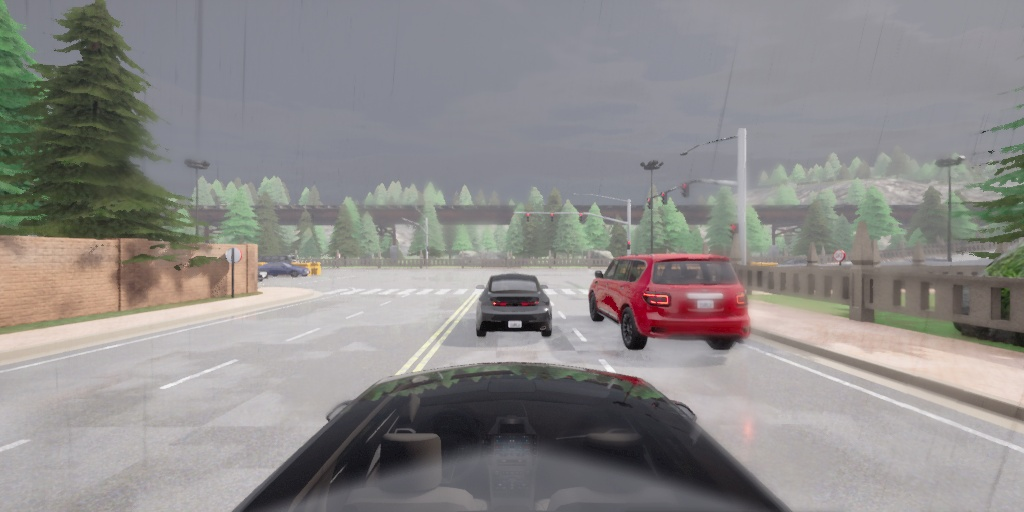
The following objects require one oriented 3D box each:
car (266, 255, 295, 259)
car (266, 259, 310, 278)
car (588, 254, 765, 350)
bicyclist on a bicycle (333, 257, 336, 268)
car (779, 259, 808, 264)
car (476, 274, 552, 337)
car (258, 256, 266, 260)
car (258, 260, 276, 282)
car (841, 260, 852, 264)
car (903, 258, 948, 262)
[{"bbox_3d":[-30.453,0.961,44.457,5.566,2.045,2.150,0,0,0],"label":"car"},{"bbox_3d":[-21.562,1.270,33.775,4.674,1.442,1.812,0,0,0],"label":"car"},{"bbox_3d":[3.516,0.970,9.196,2.150,2.045,5.566,0,0,0],"label":"car"},{"bbox_3d":[-27.422,1.042,55.746,0.582,1.620,1.656,0,0,0],"label":"bicyclist on a bicycle"},{"bbox_3d":[37.933,1.181,48.129,4.892,1.490,1.837,-2,0,0],"label":"car"},{"bbox_3d":[0.019,1.253,10.296,1.837,1.490,4.892,0,0,-1],"label":"car"},{"bbox_3d":[-24.518,0.967,30.268,5.566,2.045,2.150,0,0,0],"label":"car"},{"bbox_3d":[-20.937,1.237,26.762,4.902,1.511,2.128,0,0,0],"label":"car"},{"bbox_3d":[43.062,1.049,44.655,4.674,1.442,1.812,-3,0,0],"label":"car"},{"bbox_3d":[46.807,0.891,41.161,5.357,1.411,2.033,-3,0,0],"label":"car"}]
